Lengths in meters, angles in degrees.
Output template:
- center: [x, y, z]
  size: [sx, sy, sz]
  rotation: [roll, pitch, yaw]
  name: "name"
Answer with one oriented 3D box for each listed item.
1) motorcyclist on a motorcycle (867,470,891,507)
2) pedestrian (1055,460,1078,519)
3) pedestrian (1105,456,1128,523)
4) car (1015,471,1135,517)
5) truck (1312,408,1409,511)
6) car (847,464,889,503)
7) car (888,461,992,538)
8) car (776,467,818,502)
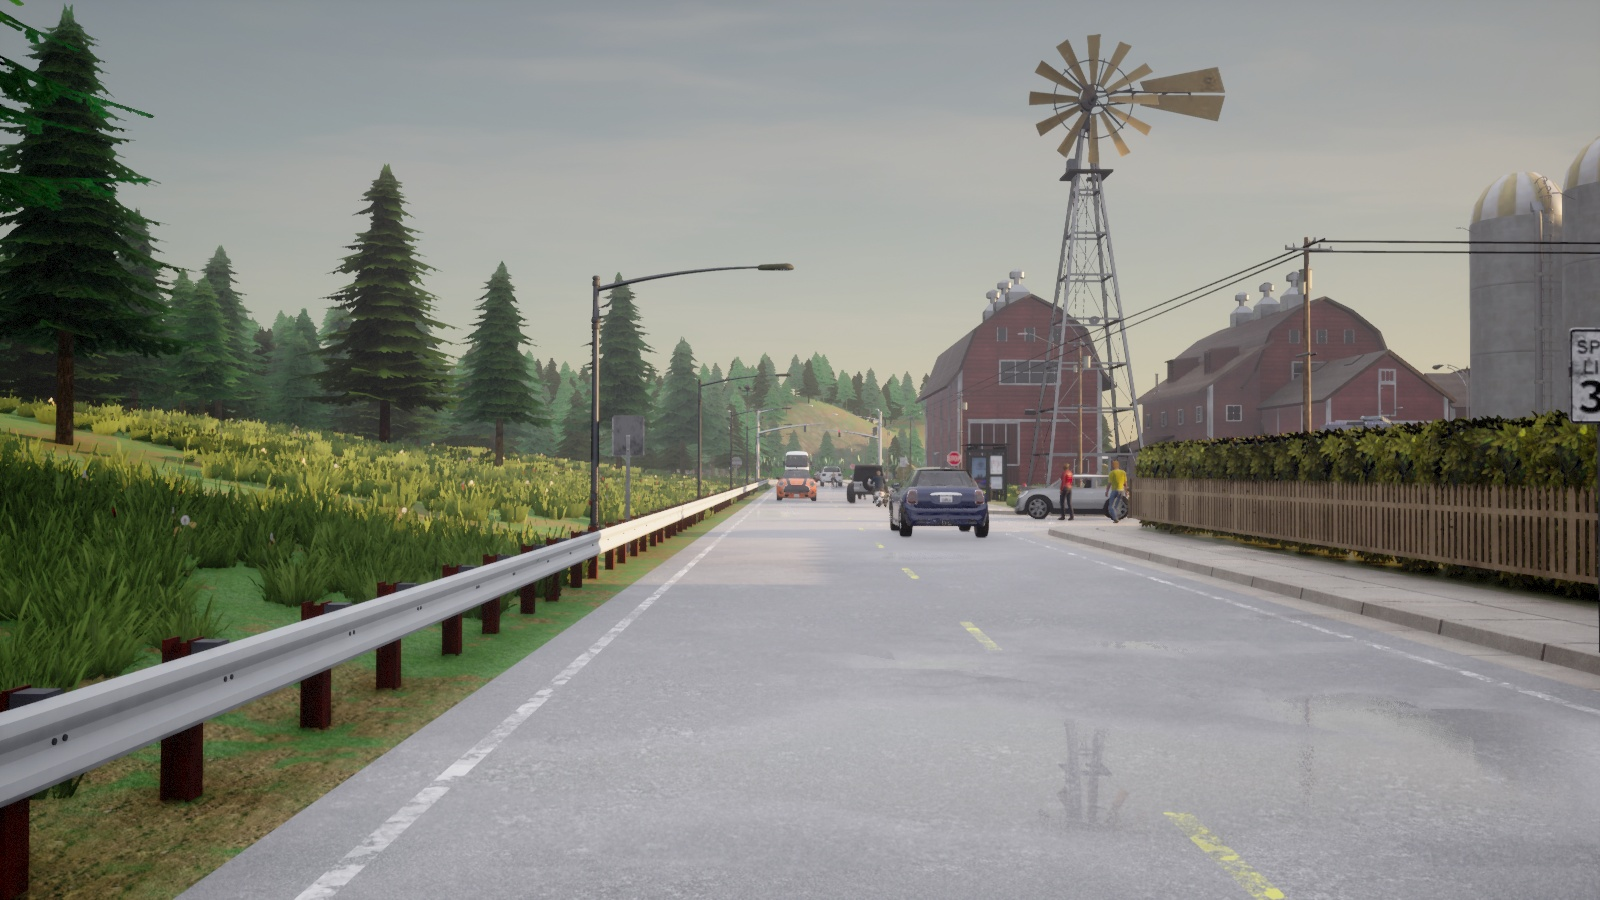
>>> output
- center: [3.411, 1.666, 54.393]
  size: [0.866, 1.590, 1.817]
  rotation: [0, -1, -1]
  name: "motorcyclist on a motorcycle"
- center: [8.376, 1.228, 39.465]
  size: [0.331, 1.846, 0.636]
  rotation: [0, -1, -34]
  name: "pedestrian"
- center: [8.837, 1.098, 35.034]
  size: [0.354, 1.836, 0.706]
  rotation: [0, -1, -10]
  name: "pedestrian"
- center: [9.100, 1.444, 41.811]
  size: [3.806, 1.475, 1.970]
  rotation: [0, -1, 10]
  name: "car"
- center: [22.981, 0.416, 51.205]
  size: [2.891, 3.827, 8.468]
  rotation: [-1, -1, 29]
  name: "truck"
- center: [3.354, 1.646, 62.623]
  size: [1.905, 1.878, 3.866]
  rotation: [0, -1, 0]
  name: "car"
- center: [3.426, 1.187, 31.525]
  size: [2.097, 1.767, 4.553]
  rotation: [0, -1, 0]
  name: "car"
- center: [-0.161, 1.779, 65.988]
  size: [2.097, 1.767, 4.553]
  rotation: [0, -1, 0]
  name: "car"
